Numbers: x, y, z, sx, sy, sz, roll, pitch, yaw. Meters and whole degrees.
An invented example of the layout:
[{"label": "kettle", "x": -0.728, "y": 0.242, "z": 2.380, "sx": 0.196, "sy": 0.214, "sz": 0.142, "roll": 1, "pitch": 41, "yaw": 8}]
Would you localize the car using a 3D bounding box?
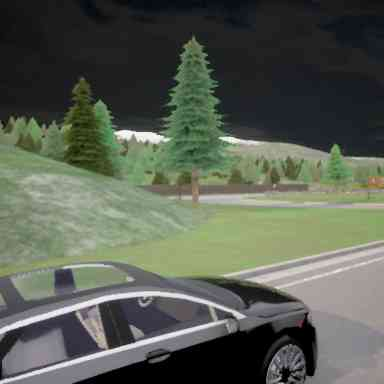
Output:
[{"label": "car", "x": -0.788, "y": 1.468, "z": 3.185, "sx": 4.902, "sy": 1.511, "sz": 2.128, "roll": -2, "pitch": 1, "yaw": -35}]
